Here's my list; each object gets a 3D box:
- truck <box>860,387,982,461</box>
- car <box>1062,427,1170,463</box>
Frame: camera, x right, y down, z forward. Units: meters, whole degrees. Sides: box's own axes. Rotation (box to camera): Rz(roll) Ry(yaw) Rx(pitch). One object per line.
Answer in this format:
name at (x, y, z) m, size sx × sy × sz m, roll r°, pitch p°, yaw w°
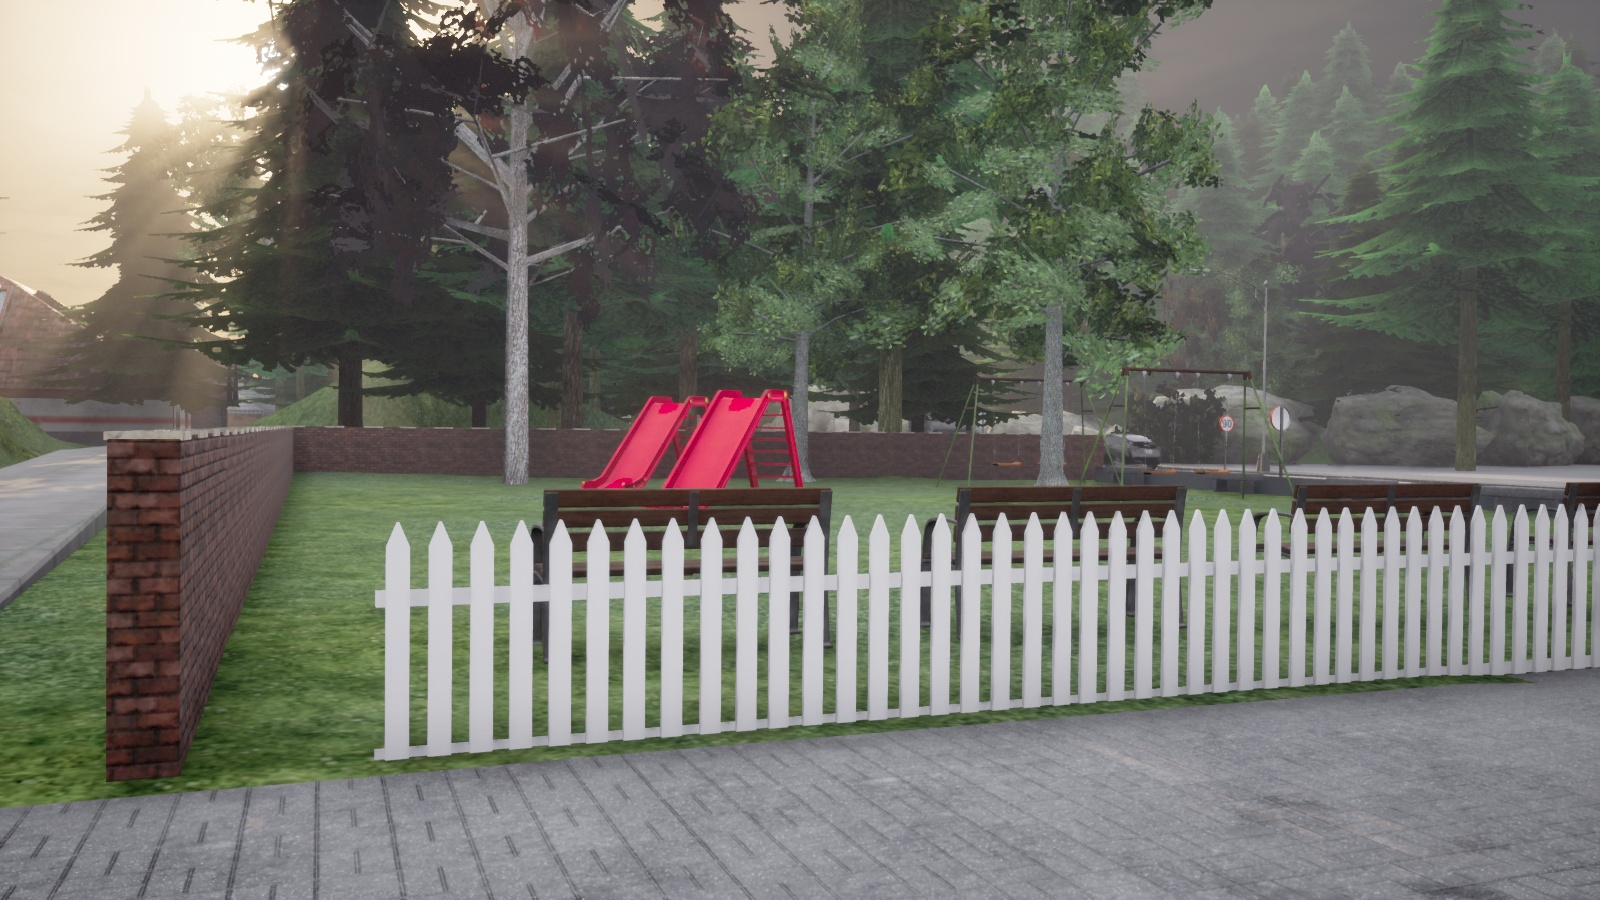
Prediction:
truck at (5.927, -1.276, 63.164) m, size 2.891 × 3.462 × 7.936 m, roll -1°, pitch 1°, yaw -21°
car at (13.587, -0.233, 54.344) m, size 2.163 × 1.488 × 4.792 m, roll -1°, pitch 1°, yaw -21°
